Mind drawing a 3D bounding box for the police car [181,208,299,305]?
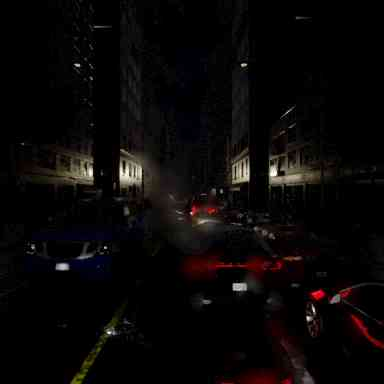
[{"bbox_3d":[0.747,1.426,8.298,1.930,1.638,5.238,0,0,-2],"label":"police car"}]

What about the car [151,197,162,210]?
[{"bbox_3d":[-5.280,1.450,42.155,1.967,1.590,4.097,0,0,0],"label":"car"}]

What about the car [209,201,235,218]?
[{"bbox_3d":[2.717,1.558,31.104,2.008,1.369,4.403,0,0,0],"label":"car"}]

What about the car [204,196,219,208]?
[{"bbox_3d":[2.760,1.451,47.660,1.967,1.590,4.097,0,0,0],"label":"car"}]

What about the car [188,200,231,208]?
[{"bbox_3d":[0.855,1.460,18.405,1.801,1.575,5.366,0,0,0],"label":"car"}]

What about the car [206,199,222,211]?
[{"bbox_3d":[2.745,1.592,42.141,1.802,1.307,4.206,0,0,0],"label":"car"}]

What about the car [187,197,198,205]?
[{"bbox_3d":[0.152,1.615,58.945,1.895,1.301,4.718,0,0,0],"label":"car"}]

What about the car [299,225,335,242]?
[{"bbox_3d":[2.660,1.546,9.027,1.887,1.381,4.507,0,0,0],"label":"car"}]

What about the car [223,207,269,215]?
[{"bbox_3d":[2.674,1.553,14.546,2.008,1.369,4.403,0,0,0],"label":"car"}]

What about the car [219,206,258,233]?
[{"bbox_3d":[2.688,1.586,20.065,1.802,1.307,4.206,0,0,0],"label":"car"}]

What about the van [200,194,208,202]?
[{"bbox_3d":[2.844,1.359,80.260,1.690,1.788,3.998,0,0,0],"label":"van"}]

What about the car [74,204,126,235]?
[{"bbox_3d":[-5.333,1.529,19.912,1.752,1.417,4.829,0,0,0],"label":"car"}]

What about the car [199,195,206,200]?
[{"bbox_3d":[2.874,1.602,91.622,1.802,1.307,4.206,0,0,0],"label":"car"}]

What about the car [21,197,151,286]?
[{"bbox_3d":[-2.724,1.222,9.781,2.150,2.045,5.566,0,0,0],"label":"car"}]

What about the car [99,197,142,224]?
[{"bbox_3d":[-5.323,1.320,25.599,2.192,1.841,5.009,0,0,0],"label":"car"}]

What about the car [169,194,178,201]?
[{"bbox_3d":[-5.181,1.569,80.272,2.008,1.369,4.403,0,0,0],"label":"car"}]

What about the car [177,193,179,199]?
[{"bbox_3d":[-5.166,1.564,85.954,1.887,1.381,4.507,0,0,0],"label":"car"}]

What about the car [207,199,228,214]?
[{"bbox_3d":[2.731,1.559,36.622,2.008,1.369,4.403,0,0,0],"label":"car"}]

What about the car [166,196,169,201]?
[{"bbox_3d":[-5.251,1.563,53.191,2.008,1.369,4.403,0,0,0],"label":"car"}]

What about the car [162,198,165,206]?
[{"bbox_3d":[-5.266,1.537,47.502,1.752,1.417,4.829,0,0,0],"label":"car"}]

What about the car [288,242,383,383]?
[{"bbox_3d":[2.645,1.566,3.509,1.947,1.339,4.313,0,0,0],"label":"car"}]

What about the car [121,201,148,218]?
[{"bbox_3d":[-5.308,1.589,31.117,1.802,1.307,4.206,0,0,0],"label":"car"}]

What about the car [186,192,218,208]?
[{"bbox_3d":[0.887,1.230,24.242,2.150,2.045,5.566,0,0,0],"label":"car"}]
